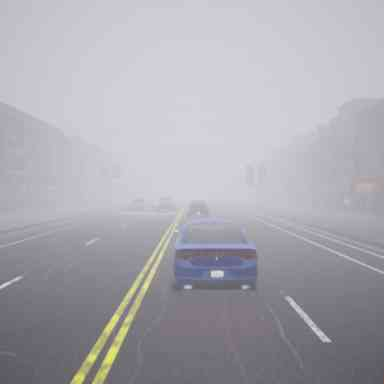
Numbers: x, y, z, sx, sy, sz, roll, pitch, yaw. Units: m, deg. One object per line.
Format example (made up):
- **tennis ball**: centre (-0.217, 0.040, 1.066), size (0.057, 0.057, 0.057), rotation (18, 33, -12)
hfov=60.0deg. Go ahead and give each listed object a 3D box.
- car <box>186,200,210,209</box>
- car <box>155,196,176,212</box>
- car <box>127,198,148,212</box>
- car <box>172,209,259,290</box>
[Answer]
- **car**: centre (0.538, 1.447, 29.637), size (1.837, 1.490, 4.892), rotation (0, 0, 0)
- **car**: centre (-2.885, 1.283, 37.560), size (2.097, 1.767, 4.553), rotation (0, 0, 0)
- **car**: centre (-6.134, 1.432, 38.123), size (1.837, 1.490, 4.892), rotation (0, 0, 0)
- **car**: centre (0.502, 1.458, 9.032), size (1.882, 1.535, 5.008), rotation (0, 0, 0)
